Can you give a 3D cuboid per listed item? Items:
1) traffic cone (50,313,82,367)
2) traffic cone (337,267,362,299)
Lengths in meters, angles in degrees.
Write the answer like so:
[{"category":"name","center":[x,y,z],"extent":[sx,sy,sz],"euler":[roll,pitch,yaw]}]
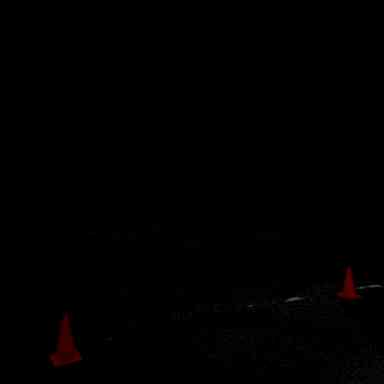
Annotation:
[{"category":"traffic cone","center":[-1.661,1.900,4.386],"extent":[0.340,0.580,0.340],"euler":[-1,1,-31]},{"category":"traffic cone","center":[3.223,1.841,6.823],"extent":[0.340,0.580,0.340],"euler":[-1,1,-22]}]
